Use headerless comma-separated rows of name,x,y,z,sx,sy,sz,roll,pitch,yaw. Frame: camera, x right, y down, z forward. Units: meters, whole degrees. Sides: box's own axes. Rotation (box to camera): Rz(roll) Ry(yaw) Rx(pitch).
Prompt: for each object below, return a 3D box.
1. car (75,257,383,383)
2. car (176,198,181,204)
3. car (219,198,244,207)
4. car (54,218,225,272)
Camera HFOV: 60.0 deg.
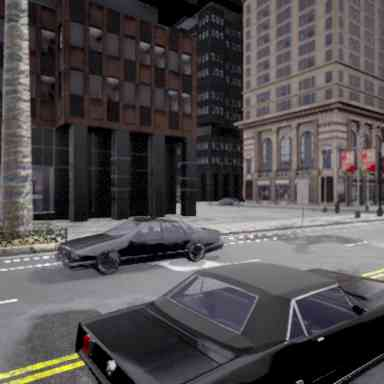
car,1.145,1.618,4.269,4.718,1.301,1.895,0,0,-36
car,-3.799,1.865,68.734,1.994,1.385,4.181,0,0,-35
car,6.429,1.727,54.224,2.128,1.511,4.902,0,0,-35
car,-1.427,1.574,10.673,5.357,1.411,2.033,0,0,-36
